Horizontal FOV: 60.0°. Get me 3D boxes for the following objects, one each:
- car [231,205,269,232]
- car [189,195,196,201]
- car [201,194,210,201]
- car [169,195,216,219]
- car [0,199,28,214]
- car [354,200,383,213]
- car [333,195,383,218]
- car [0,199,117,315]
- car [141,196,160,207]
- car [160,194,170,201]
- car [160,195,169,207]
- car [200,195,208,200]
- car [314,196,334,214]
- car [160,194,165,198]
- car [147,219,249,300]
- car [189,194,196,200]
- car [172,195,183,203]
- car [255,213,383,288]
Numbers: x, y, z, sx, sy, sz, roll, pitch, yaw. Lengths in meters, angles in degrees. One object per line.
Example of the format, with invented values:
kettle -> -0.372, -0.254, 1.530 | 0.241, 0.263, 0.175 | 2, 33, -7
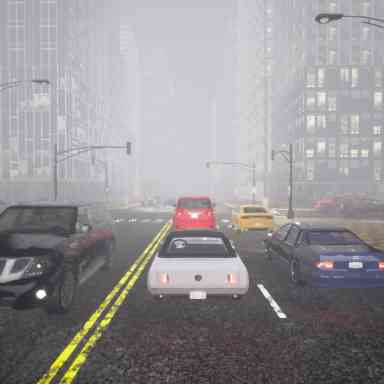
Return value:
car -> 3.374, 1.467, 19.146 | 1.882, 1.535, 5.008 | 0, 0, 1
car -> 0.087, 1.446, 82.154 | 1.812, 1.442, 4.674 | 0, 0, 0
car -> 3.337, 1.400, 82.011 | 1.882, 1.535, 5.008 | 0, 0, 0
car -> 0.119, 1.211, 18.059 | 2.150, 2.045, 5.566 | 0, 0, 0
car -> -19.357, 1.406, 33.943 | 4.181, 1.385, 1.994 | 1, 1, 1
car -> 21.851, 1.641, 39.012 | 4.829, 1.417, 1.752 | 1, 0, 1
car -> 16.234, 1.517, 30.731 | 5.009, 1.841, 2.192 | 1, 0, 1
car -> -3.339, 1.219, 7.902 | 2.150, 2.045, 5.566 | 0, 0, 0
car -> -6.541, 1.454, 50.715 | 2.128, 1.511, 4.902 | 0, 0, 0
car -> -6.415, 1.279, 80.589 | 2.097, 1.767, 4.553 | 0, 0, 0
car -> -3.285, 1.526, 51.149 | 1.994, 1.385, 4.181 | 0, 0, 0
car -> 3.349, 1.444, 92.370 | 2.033, 1.411, 5.357 | 0, 0, 0
car -> 16.439, 1.332, 36.515 | 5.566, 2.045, 2.150 | 1, 1, 1
car -> -6.490, 1.429, 60.389 | 1.882, 1.535, 5.008 | 0, 0, -1
car -> 0.110, 1.597, 8.300 | 1.895, 1.301, 4.718 | 0, 0, 0
car -> 0.098, 1.430, 91.955 | 1.812, 1.442, 4.674 | 0, 0, 0
car -> -3.175, 1.462, 71.497 | 2.128, 1.511, 4.902 | 0, 0, 0
car -> 3.364, 1.543, 9.327 | 2.033, 1.411, 5.357 | 0, 0, 0
